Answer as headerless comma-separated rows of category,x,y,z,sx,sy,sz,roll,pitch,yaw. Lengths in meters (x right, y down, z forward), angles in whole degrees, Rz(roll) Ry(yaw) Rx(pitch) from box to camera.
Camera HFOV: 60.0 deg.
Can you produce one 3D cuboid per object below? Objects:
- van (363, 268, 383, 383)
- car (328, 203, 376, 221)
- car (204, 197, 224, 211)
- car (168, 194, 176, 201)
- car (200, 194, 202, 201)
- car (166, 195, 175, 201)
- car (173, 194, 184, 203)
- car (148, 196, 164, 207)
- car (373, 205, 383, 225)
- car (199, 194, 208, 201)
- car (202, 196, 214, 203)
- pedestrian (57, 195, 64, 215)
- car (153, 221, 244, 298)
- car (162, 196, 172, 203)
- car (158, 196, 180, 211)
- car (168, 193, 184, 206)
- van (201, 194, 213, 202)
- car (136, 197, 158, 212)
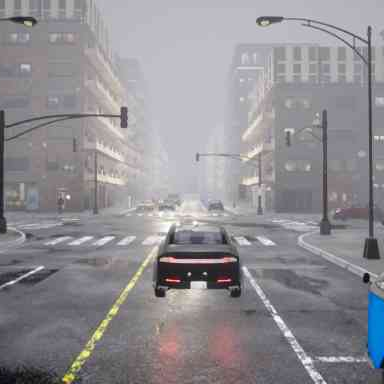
van,2.680,1.342,2.033,1.690,1.788,3.998,1,0,0
car,13.726,1.609,28.131,4.097,1.590,1.967,0,-1,1
car,2.823,1.581,39.979,1.947,1.339,4.313,1,0,0
car,-5.403,1.482,90.788,1.967,1.590,4.097,1,0,0
car,2.909,1.554,68.362,1.752,1.417,4.829,1,0,0
car,-5.422,1.589,85.145,2.008,1.369,4.403,1,0,0
car,-2.796,1.379,68.822,2.097,1.767,4.553,0,0,0
car,-5.522,1.460,51.289,1.967,1.590,4.097,1,0,0
car,13.598,1.583,19.750,4.313,1.339,1.947,0,-1,1
car,2.962,1.353,85.119,2.192,1.841,5.009,1,0,0
car,2.840,1.568,45.622,2.008,1.369,4.403,1,0,0
pedestrian,-12.445,1.218,31.466,0.375,1.860,0.375,0,-1,1
car,0.126,1.494,8.523,2.128,1.511,4.902,0,0,0
car,-5.455,1.576,73.860,1.887,1.381,4.507,1,0,0
car,-2.973,1.562,40.456,2.033,1.411,5.357,0,0,0
car,-2.908,1.244,53.305,2.150,2.045,5.566,0,0,2
van,2.877,1.363,56.906,1.690,1.788,3.998,1,0,0
car,-5.557,1.540,39.834,1.752,1.417,4.829,1,0,0
